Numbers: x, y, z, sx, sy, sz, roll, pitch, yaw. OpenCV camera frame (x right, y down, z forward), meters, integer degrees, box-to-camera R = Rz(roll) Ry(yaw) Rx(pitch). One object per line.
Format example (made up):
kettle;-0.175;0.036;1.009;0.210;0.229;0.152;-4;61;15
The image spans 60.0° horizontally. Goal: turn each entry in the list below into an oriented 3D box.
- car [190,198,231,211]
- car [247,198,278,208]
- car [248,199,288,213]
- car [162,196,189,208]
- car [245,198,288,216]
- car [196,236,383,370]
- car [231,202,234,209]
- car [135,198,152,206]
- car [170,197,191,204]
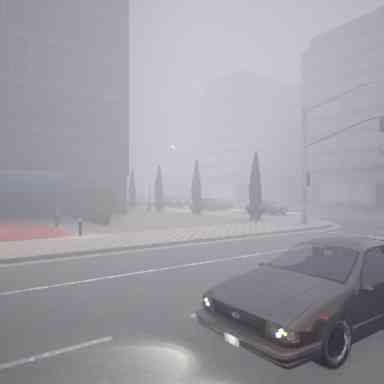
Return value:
car;2.166;1.505;41.004;1.837;1.490;4.892;0;0;-35
car;10.184;1.564;48.219;1.994;1.385;4.181;0;0;-35
car;8.561;1.564;37.958;1.994;1.385;4.181;0;0;-35
car;-3.005;1.352;48.426;2.097;1.767;4.553;0;0;-35
car;7.415;1.526;33.484;1.812;1.442;4.674;0;0;-38
car;2.686;1.547;5.907;5.357;1.411;2.033;0;0;-35
car;3.752;1.564;44.849;1.994;1.385;4.181;0;0;-35
car;-8.576;1.601;56.463;1.895;1.301;4.718;0;0;-34
car;-2.321;1.601;66.127;1.895;1.301;4.718;0;0;-35
